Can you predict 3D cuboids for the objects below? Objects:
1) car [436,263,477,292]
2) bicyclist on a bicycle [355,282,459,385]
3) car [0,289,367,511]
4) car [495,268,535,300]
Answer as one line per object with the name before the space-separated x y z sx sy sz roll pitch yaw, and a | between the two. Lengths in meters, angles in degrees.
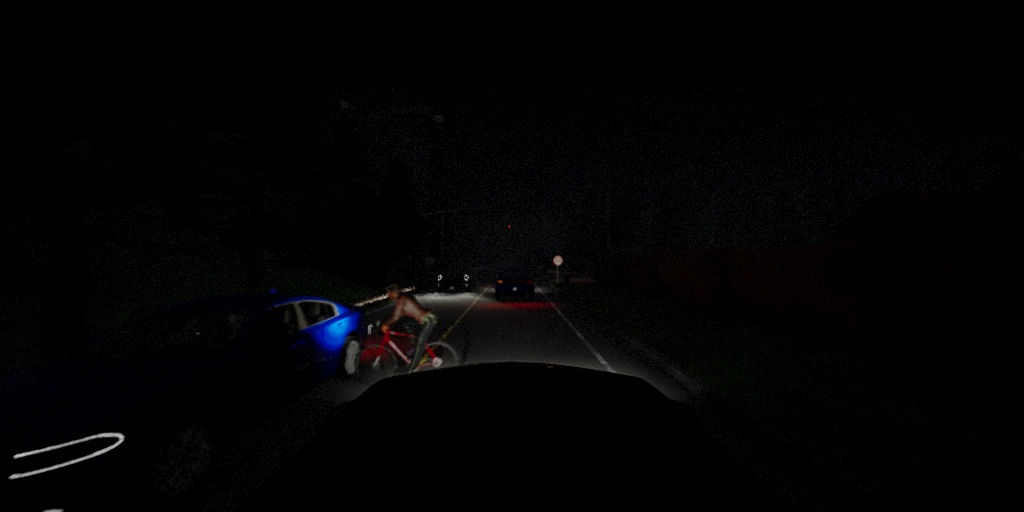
car | -3.461 1.284 22.994 2.097 1.767 4.553 0 0 0
bicyclist on a bicycle | -1.669 1.237 5.627 1.656 1.620 0.582 -2 0 0
car | -3.594 1.252 4.555 1.882 1.535 5.008 0 0 0
car | 0.134 1.375 18.860 1.882 1.535 5.008 0 -1 0
